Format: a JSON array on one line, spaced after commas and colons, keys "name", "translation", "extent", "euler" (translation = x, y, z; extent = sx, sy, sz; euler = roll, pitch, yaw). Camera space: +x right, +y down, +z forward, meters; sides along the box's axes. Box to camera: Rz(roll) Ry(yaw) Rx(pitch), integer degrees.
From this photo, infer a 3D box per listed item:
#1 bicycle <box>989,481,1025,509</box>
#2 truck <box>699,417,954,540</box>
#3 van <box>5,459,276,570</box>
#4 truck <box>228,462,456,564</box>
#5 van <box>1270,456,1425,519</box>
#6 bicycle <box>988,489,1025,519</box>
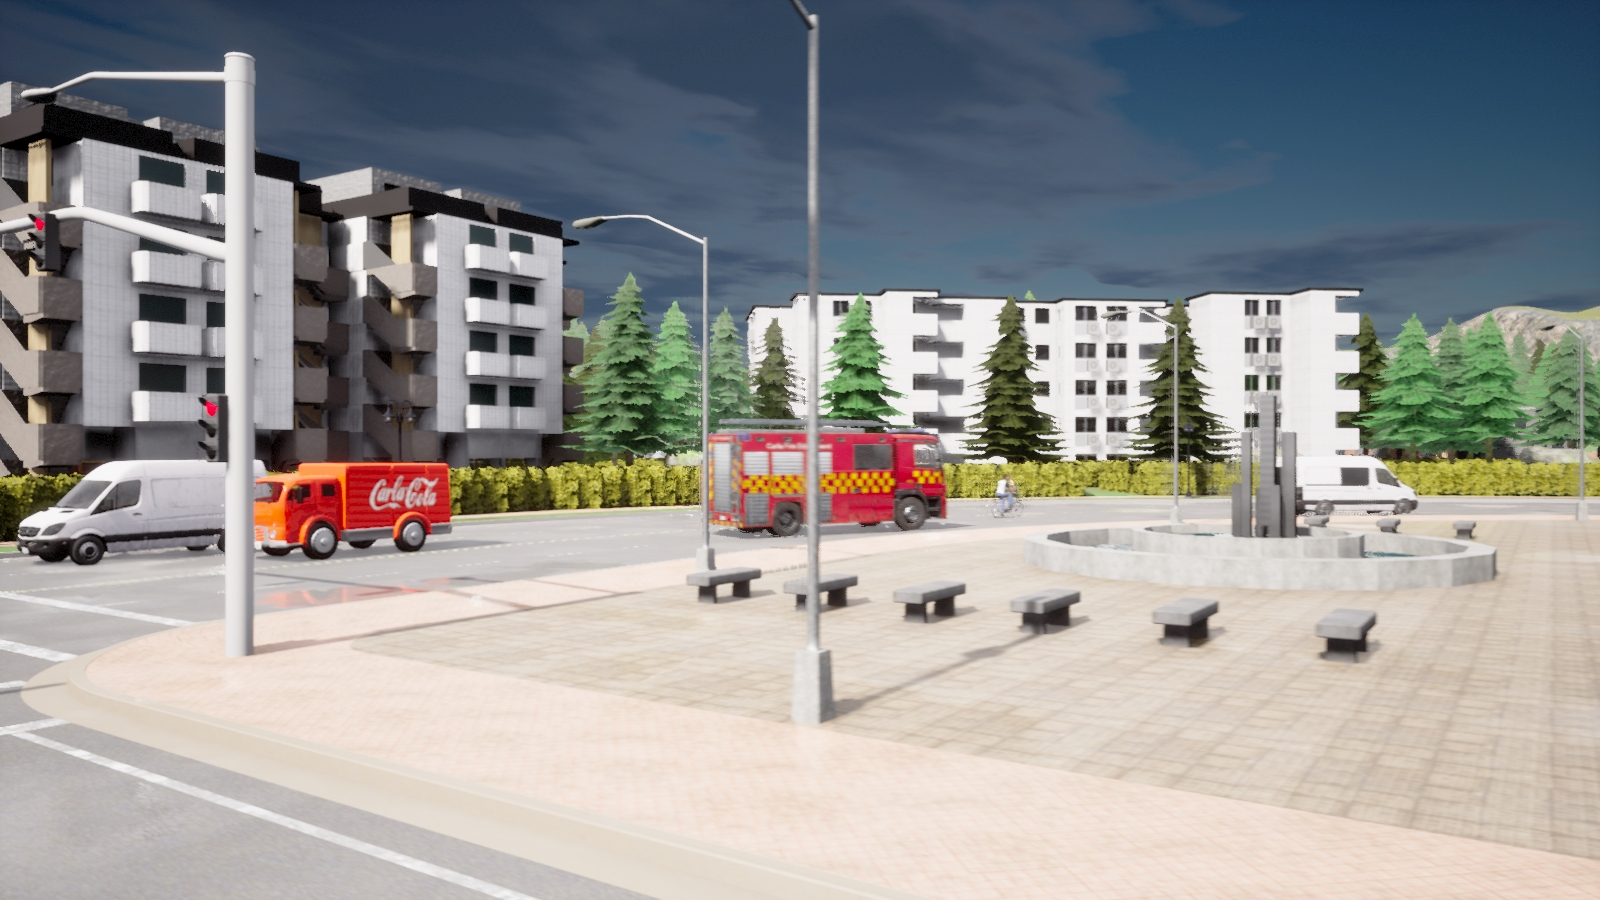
[{"name": "bicycle", "translation": [10.053, 2.168, 55.433], "extent": [1.487, 1.276, 0.859], "euler": [0, 1, -22]}, {"name": "truck", "translation": [1.020, 0.900, 38.988], "extent": [8.468, 3.827, 2.891], "euler": [0, 0, -32]}, {"name": "van", "translation": [-17.080, 1.548, 29.982], "extent": [1.988, 2.561, 5.915], "euler": [0, 0, 33]}, {"name": "truck", "translation": [-12.277, 1.580, 30.995], "extent": [2.627, 2.467, 5.204], "euler": [0, 0, 33]}, {"name": "van", "translation": [23.230, 1.538, 48.519], "extent": [5.915, 2.561, 1.988], "euler": [0, 0, -11]}, {"name": "bicycle", "translation": [8.517, 2.215, 47.042], "extent": [1.643, 1.196, 0.373], "euler": [0, 0, -30]}]
